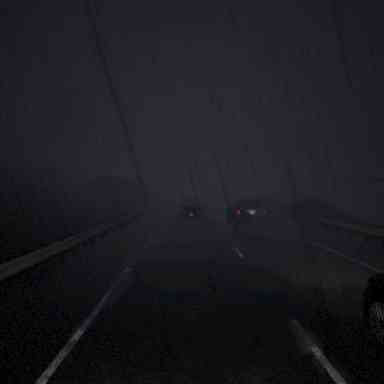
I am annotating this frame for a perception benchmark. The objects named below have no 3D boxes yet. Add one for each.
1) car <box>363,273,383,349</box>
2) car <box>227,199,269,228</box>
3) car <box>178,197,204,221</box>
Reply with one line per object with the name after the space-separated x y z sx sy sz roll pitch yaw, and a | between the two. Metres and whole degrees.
3.570 1.470 3.220 2.128 1.511 4.902 0 0 0 | car
3.478 1.224 21.372 2.097 1.767 4.553 0 0 0 | car
-0.045 1.376 25.338 1.812 1.442 4.674 0 0 0 | car
